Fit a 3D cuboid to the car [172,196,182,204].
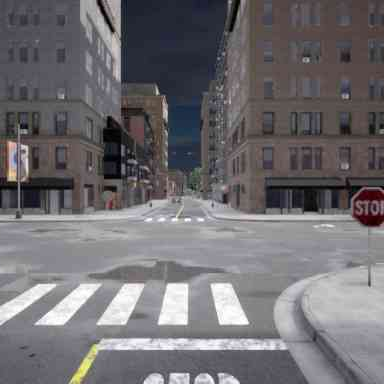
[{"bbox_3d":[-3.170,1.621,69.114,2.128,1.511,4.902,0,0,-2],"label":"car"}]
